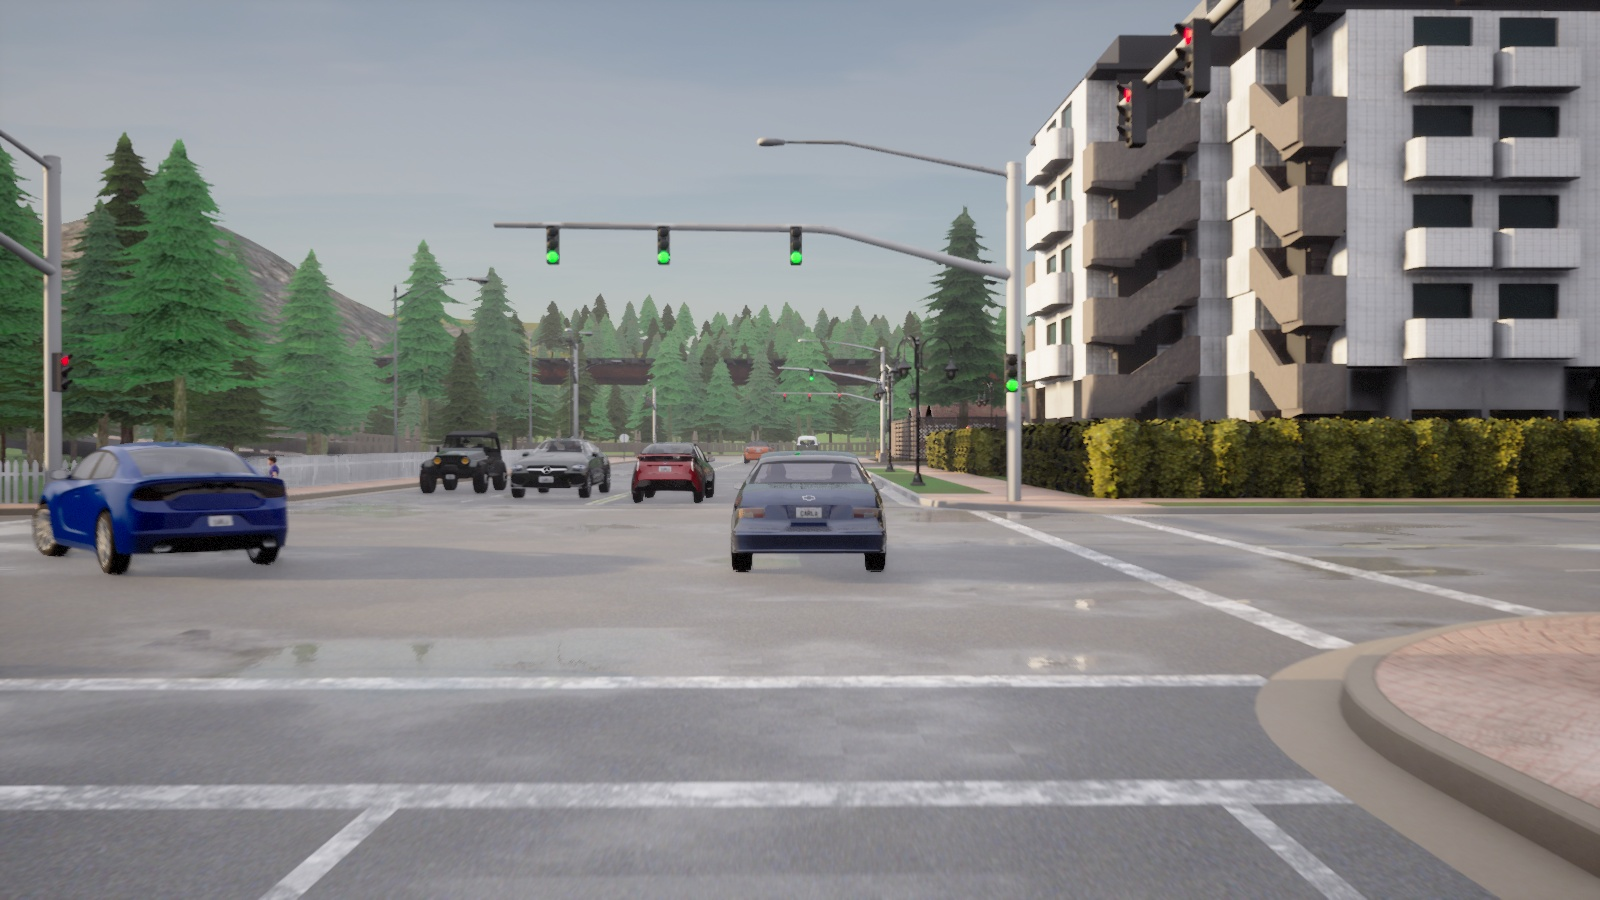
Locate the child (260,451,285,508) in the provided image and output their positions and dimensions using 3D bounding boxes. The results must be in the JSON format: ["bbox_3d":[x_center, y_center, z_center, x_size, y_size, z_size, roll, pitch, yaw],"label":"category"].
[{"bbox_3d":[-11.703,0.659,27.855,0.437,1.263,0.270,0,0,2],"label":"child"}]

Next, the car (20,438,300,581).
[{"bbox_3d":[-8.266,0.628,15.961,1.882,1.535,5.008,0,0,-43],"label":"car"}]

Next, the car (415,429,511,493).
[{"bbox_3d":[-10.266,0.317,38.532,1.905,1.878,3.866,0,0,0],"label":"car"}]

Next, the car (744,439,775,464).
[{"bbox_3d":[-2.963,0.084,91.947,2.097,1.767,4.553,0,0,0],"label":"car"}]

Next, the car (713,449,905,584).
[{"bbox_3d":[0.106,0.704,15.994,2.033,1.411,5.357,0,0,0],"label":"car"}]

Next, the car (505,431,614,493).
[{"bbox_3d":[-6.780,0.317,36.001,2.152,1.651,5.027,0,0,0],"label":"car"}]

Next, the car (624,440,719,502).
[{"bbox_3d":[-3.298,0.505,32.969,2.007,1.525,4.514,0,0,0],"label":"car"}]
